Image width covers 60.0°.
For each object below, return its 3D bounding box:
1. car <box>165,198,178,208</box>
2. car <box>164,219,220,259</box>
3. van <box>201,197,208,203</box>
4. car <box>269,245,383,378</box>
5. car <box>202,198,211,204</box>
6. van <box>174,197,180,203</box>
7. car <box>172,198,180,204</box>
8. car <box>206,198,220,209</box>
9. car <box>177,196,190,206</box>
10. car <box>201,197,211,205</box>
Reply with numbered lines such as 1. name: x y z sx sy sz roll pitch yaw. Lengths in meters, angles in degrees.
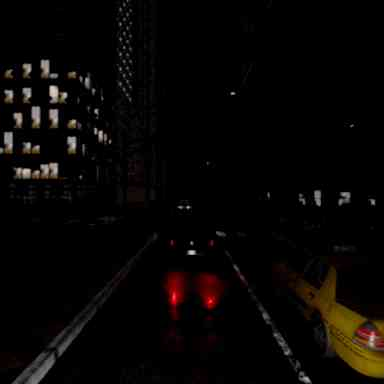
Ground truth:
1. car: -4.101 2.239 62.269 1.802 1.307 4.206 0 -1 0
2. car: -0.031 1.739 13.241 1.895 1.301 4.718 0 -1 -1
3. van: 3.589 2.310 95.481 1.690 1.788 3.998 0 -1 0
4. car: 2.563 1.587 5.858 1.752 1.417 4.829 0 -1 0
5. car: 3.652 2.307 84.426 1.967 1.590 4.097 0 -1 0
6. van: -4.291 2.310 95.436 1.690 1.788 3.998 0 -1 0
7. car: -4.260 2.358 89.908 1.967 1.590 4.097 0 -1 0
8. car: 3.860 2.168 56.789 1.947 1.339 4.313 0 -1 0
9. car: -1.584 1.963 70.666 2.150 2.045 5.566 0 -1 0
10. car: 3.684 2.130 78.899 2.192 1.841 5.009 0 -1 0
